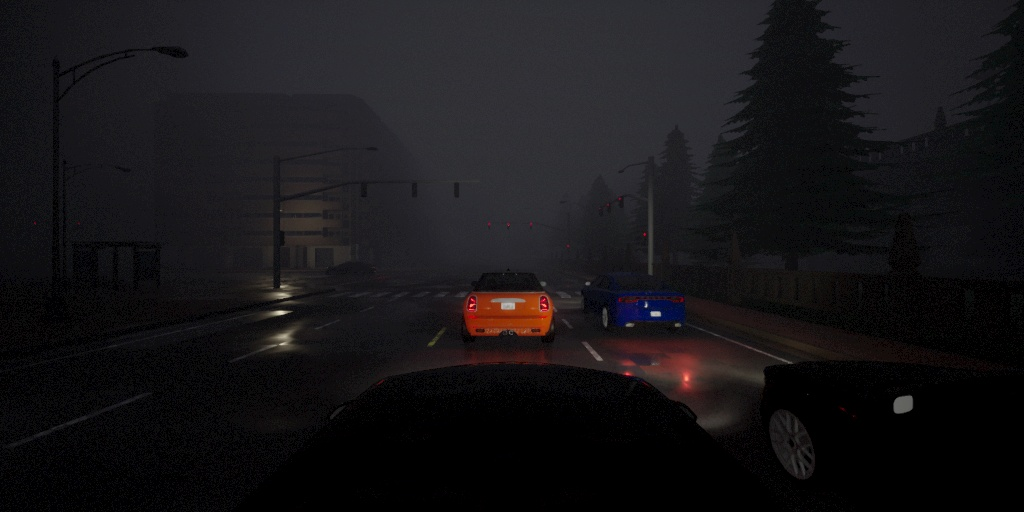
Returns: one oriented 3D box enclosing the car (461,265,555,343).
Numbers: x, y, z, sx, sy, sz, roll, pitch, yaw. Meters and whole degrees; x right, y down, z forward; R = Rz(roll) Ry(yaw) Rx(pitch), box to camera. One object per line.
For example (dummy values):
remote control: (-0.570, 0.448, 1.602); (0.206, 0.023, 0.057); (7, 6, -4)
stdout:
car: (-0.083, 1.102, 9.878); (2.097, 1.767, 4.553); (0, 0, 0)

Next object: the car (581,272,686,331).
car: (3.416, 1.228, 11.023); (1.882, 1.535, 5.008); (0, 0, 0)

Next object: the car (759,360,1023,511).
car: (3.288, 1.228, 1.497); (1.882, 1.535, 5.008); (0, 0, 3)

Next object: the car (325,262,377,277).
car: (-16.110, 1.310, 35.880); (4.892, 1.490, 1.837); (0, 0, 2)
